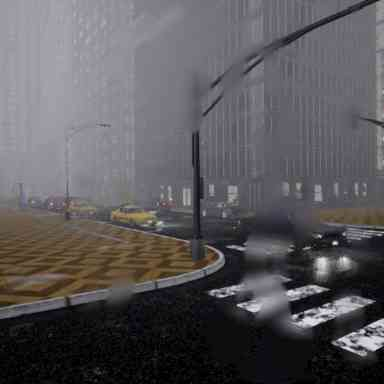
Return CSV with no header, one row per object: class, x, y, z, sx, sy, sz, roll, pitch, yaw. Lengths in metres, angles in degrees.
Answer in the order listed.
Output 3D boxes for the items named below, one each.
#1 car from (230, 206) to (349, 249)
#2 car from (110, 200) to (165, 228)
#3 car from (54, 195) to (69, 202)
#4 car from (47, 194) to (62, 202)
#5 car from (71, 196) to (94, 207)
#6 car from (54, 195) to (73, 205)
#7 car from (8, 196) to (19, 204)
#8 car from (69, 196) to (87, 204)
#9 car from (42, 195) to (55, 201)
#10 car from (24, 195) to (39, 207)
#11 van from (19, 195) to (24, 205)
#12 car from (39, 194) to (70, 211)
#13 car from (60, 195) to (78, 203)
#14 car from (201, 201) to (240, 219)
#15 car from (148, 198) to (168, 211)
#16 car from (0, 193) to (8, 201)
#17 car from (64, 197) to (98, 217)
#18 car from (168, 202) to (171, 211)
car,4.194,1.554,14.984,2.033,1.411,5.357,0,0,-28
car,-4.044,1.551,22.821,1.752,1.417,4.829,-1,1,-36
car,-26.854,1.406,68.233,1.802,1.307,4.206,-1,1,-36
car,-30.101,1.255,72.742,1.967,1.590,4.097,-1,1,-36
car,-16.360,1.402,49.427,1.837,1.490,4.892,-1,1,-36
car,-22.409,1.357,57.846,1.882,1.535,5.008,-1,1,-35
car,-33.250,1.493,63.630,2.008,1.369,4.403,-1,1,-36
car,-20.363,1.388,59.211,1.887,1.381,4.507,-1,1,-36
car,-33.445,1.330,77.391,1.752,1.417,4.829,-1,1,-36
car,-23.514,1.410,50.098,1.967,1.590,4.097,-1,1,-36
van,-26.761,1.302,54.607,1.690,1.788,3.998,-1,1,-36
car,-17.022,1.429,41.076,1.967,1.590,4.097,-1,1,-36
car,-23.608,1.385,63.722,2.008,1.369,4.403,-1,1,-36
car,2.463,1.455,27.713,2.008,1.369,4.403,-1,1,-36
car,-4.393,1.471,27.747,2.128,1.511,4.902,-1,1,-36
car,-46.233,1.448,81.672,1.887,1.381,4.507,-1,1,-36
car,-10.479,1.533,31.885,1.752,1.417,4.829,-1,1,-36
car,-4.088,1.328,36.693,1.967,1.590,4.097,-1,1,-36
